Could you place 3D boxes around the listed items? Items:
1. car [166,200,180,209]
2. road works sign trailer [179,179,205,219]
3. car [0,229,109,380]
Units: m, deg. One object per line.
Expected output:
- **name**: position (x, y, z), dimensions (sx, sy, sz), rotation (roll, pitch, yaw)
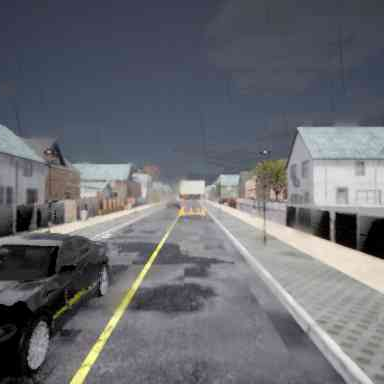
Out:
- **car**: position (-2.797, 1.863, 49.520), dimensions (1.994, 1.385, 4.181), rotation (0, -1, 0)
- **road works sign trailer**: position (0.025, 0.627, 30.712), dimensions (2.380, 3.560, 2.880), rotation (0, 0, 0)
- **car**: position (-2.847, 1.502, 5.794), dimensions (1.882, 1.535, 5.008), rotation (0, 0, 0)
